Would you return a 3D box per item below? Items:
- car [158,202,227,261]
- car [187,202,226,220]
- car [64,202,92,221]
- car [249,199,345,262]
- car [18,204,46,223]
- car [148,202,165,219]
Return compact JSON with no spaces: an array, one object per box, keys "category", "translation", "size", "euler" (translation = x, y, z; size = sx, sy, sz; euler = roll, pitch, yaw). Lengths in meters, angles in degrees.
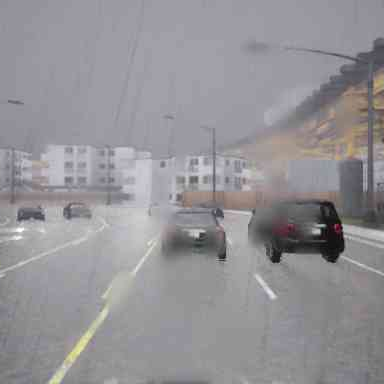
[{"category":"car","translation":[0.076,1.383,12.617],"size":[2.097,1.767,4.553],"euler":[0,0,0]},{"category":"car","translation":[1.196,1.635,29.442],"size":[1.994,1.385,4.181],"euler":[0,0,-19]},{"category":"car","translation":[-9.782,1.593,28.359],"size":[1.812,1.442,4.674],"euler":[0,0,-28]},{"category":"car","translation":[3.583,1.251,12.373],"size":[2.150,2.045,5.566],"euler":[0,0,0]},{"category":"car","translation":[-12.794,1.664,26.555],"size":[1.895,1.301,4.718],"euler":[0,0,-27]},{"category":"car","translation":[-2.557,1.597,29.648],"size":[1.812,1.442,4.674],"euler":[0,0,-21]}]
